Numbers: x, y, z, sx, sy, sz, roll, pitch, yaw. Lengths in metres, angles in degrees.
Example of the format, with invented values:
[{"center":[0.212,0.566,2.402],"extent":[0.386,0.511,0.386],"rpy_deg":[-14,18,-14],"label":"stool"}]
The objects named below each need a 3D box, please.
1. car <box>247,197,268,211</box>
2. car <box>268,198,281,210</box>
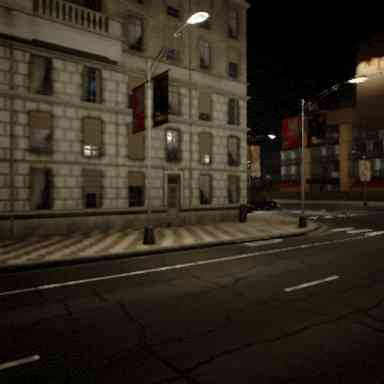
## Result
[{"center":[5.952,1.492,39.486],"extent":[2.033,1.411,5.357],"rpy_deg":[0,0,-36],"label":"car"},{"center":[8.852,1.429,41.453],"extent":[2.128,1.511,4.902],"rpy_deg":[0,0,-36],"label":"car"}]
